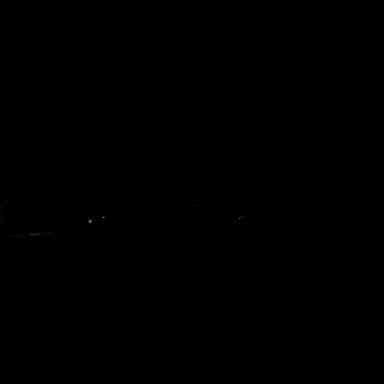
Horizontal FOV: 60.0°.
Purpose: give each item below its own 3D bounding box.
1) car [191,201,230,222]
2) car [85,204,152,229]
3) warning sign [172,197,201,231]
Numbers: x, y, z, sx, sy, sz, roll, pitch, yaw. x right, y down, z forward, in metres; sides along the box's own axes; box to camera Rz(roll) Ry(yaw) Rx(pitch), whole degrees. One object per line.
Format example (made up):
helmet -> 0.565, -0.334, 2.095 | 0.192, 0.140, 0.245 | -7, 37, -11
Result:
car -> 1.877, 1.457, 26.462 | 2.097, 1.767, 4.553 | 1, 0, 35
car -> -4.756, 1.536, 22.158 | 2.128, 1.511, 4.902 | 1, 0, 35
warning sign -> -0.297, 1.215, 19.275 | 1.300, 1.860, 1.060 | 1, 1, 35
